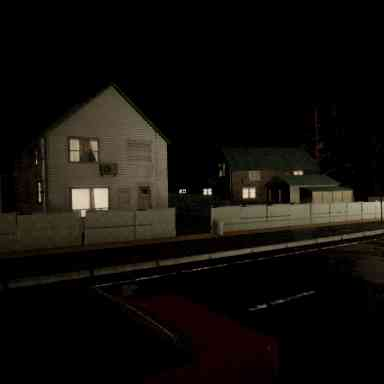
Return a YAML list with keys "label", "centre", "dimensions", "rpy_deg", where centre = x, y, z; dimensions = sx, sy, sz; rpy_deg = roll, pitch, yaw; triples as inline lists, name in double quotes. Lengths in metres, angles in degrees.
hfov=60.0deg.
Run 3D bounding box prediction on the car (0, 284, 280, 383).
- label: "car"
  centre: [-1.563, 1.601, 2.567]
  dimensions: [4.718, 1.301, 1.895]
  rpy_deg: [0, 0, -35]
